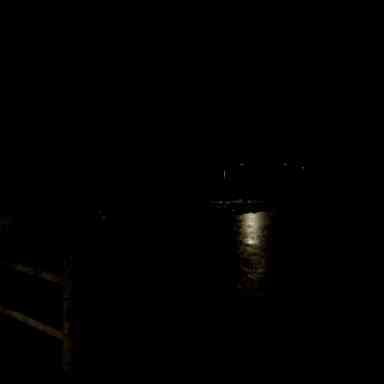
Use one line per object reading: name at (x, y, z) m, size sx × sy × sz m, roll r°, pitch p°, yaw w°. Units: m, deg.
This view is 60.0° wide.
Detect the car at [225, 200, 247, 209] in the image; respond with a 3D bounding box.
car at (7.035, 2.029, 52.858) m, size 1.994 × 1.385 × 4.181 m, roll 1°, pitch -1°, yaw 36°

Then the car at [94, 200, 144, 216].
car at (-7.109, 1.530, 33.128) m, size 2.033 × 1.411 × 5.357 m, roll 1°, pitch 0°, yaw 36°
